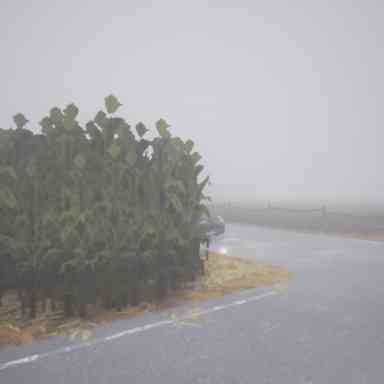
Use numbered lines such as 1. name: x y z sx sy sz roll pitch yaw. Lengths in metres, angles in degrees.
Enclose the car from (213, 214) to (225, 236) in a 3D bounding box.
1. car: -0.346 1.299 17.143 2.097 1.767 4.553 0 0 -35
